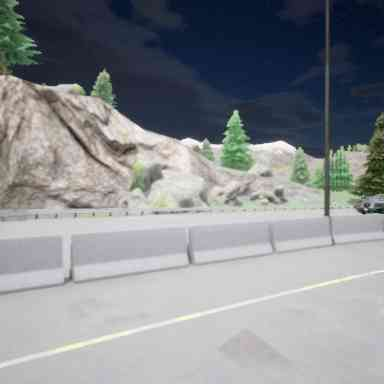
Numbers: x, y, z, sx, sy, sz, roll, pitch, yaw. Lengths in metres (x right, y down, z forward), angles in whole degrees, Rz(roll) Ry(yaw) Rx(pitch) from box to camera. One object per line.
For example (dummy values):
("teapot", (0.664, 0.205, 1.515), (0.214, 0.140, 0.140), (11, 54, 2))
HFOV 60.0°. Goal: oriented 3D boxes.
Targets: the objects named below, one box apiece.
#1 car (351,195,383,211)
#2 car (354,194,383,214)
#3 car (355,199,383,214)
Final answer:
("car", (20.958, 1.253, 38.388), (4.553, 1.767, 2.097), (0, 0, -21))
("car", (17.302, 1.149, 29.348), (5.566, 2.045, 2.150), (0, 0, -24))
("car", (19.070, 1.439, 33.884), (4.674, 1.442, 1.812), (0, 0, -22))
